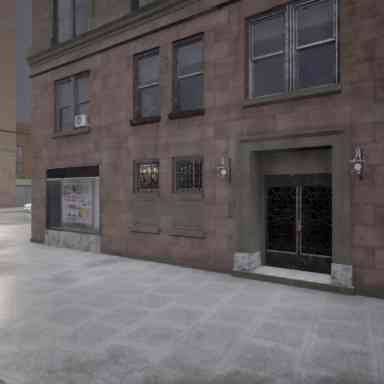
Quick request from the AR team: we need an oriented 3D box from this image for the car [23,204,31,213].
[{"bbox_3d":[-15.648,1.439,35.818,1.812,1.442,4.674,0,0,35],"label":"car"}]
